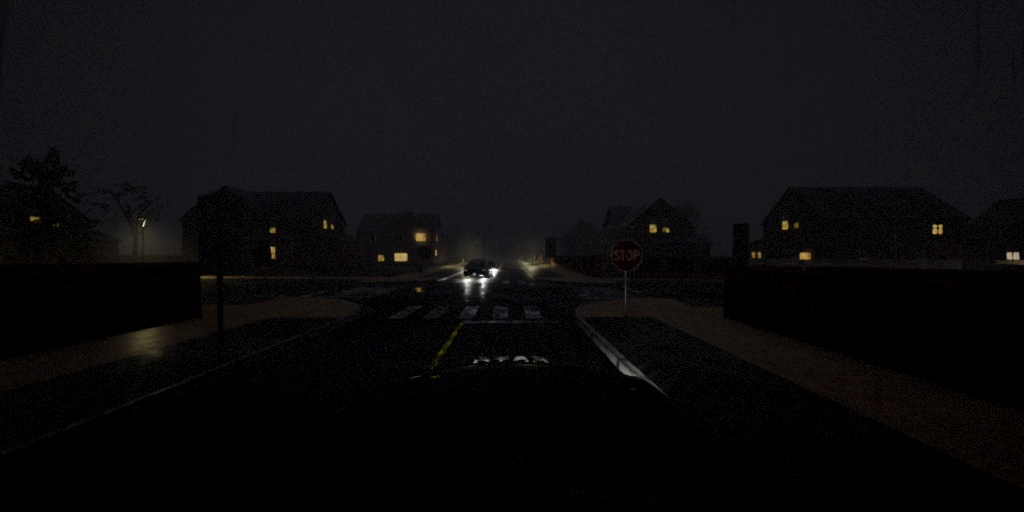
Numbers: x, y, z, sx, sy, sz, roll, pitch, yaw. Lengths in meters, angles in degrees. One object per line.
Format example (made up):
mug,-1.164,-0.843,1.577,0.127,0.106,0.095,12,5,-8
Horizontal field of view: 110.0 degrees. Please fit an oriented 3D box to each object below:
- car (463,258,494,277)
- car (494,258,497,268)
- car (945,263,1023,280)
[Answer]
car,-2.866,0.961,29.763,2.033,1.411,5.357,0,1,0
car,-2.927,0.867,45.052,1.895,1.301,4.718,0,1,0
car,26.417,1.154,19.527,5.008,1.535,1.882,0,1,0
